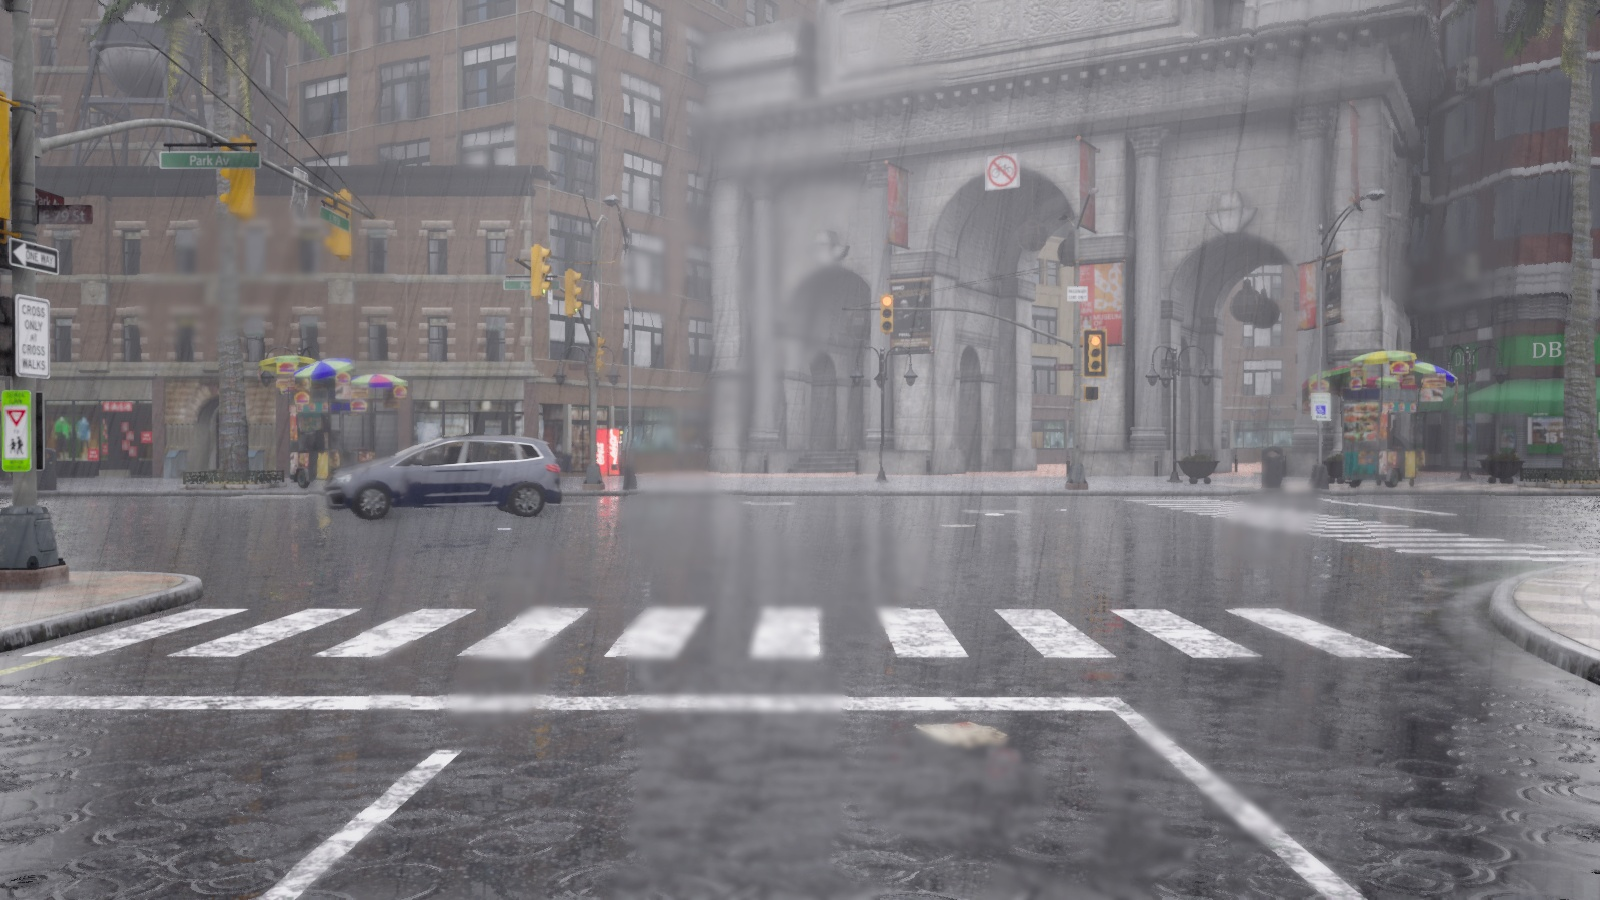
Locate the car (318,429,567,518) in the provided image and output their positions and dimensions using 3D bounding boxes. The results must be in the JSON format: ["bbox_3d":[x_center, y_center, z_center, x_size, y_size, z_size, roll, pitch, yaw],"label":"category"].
[{"bbox_3d":[-7.265,0.441,25.499,4.611,1.667,2.242,0,0,-24],"label":"car"}]
